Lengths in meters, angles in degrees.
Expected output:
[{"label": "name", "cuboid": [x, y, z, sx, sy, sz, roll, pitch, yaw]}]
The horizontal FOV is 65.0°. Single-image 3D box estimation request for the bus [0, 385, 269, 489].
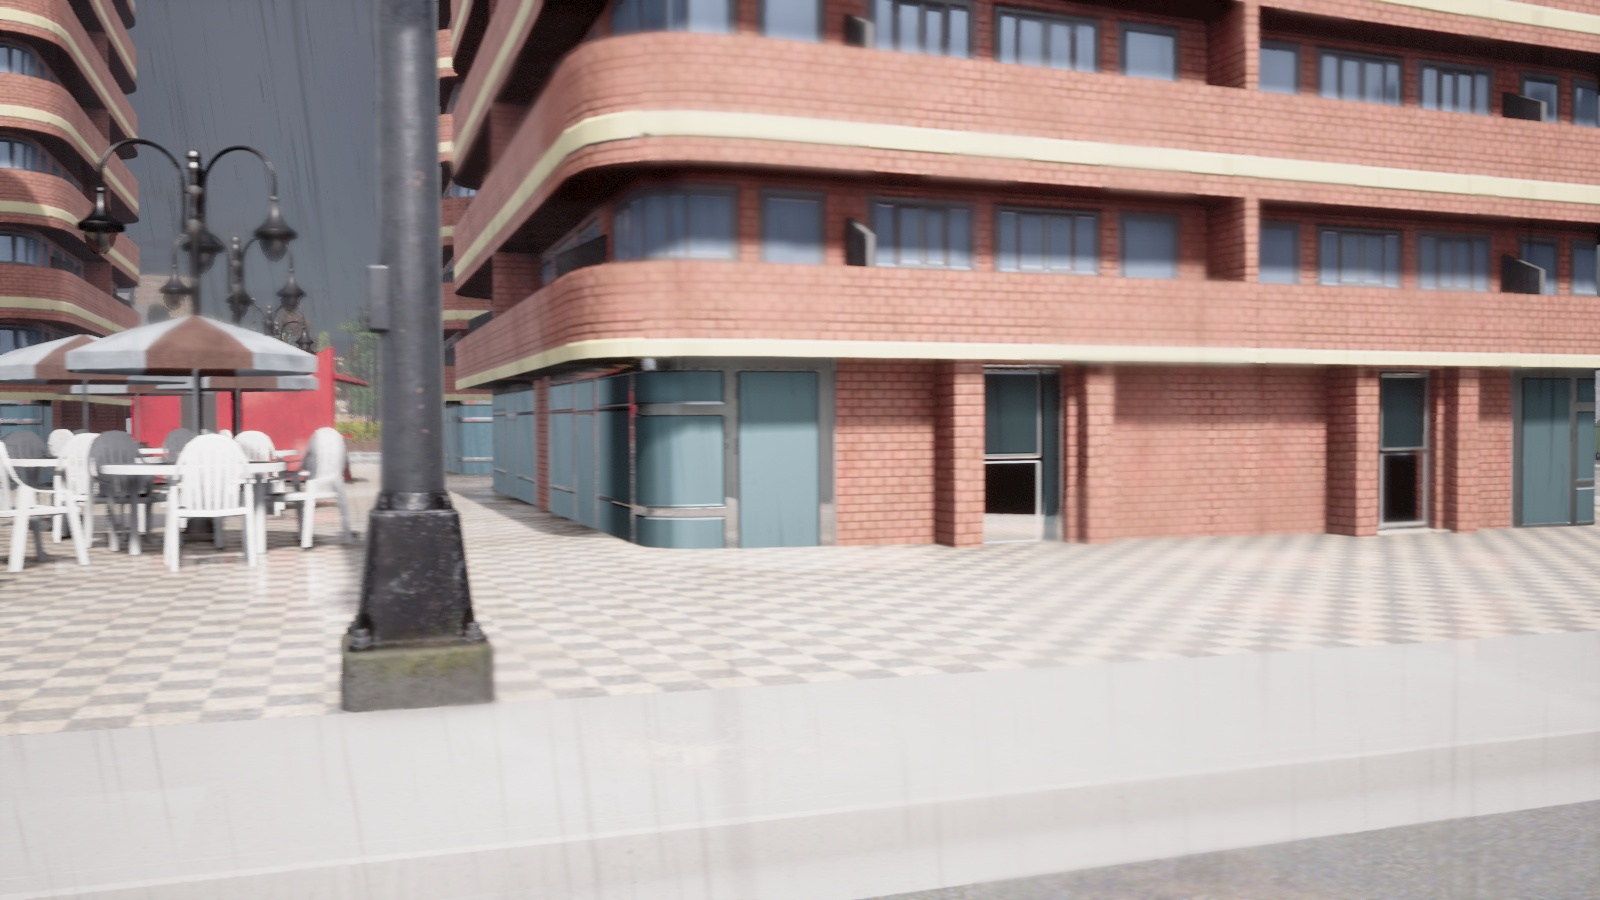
[{"label": "bus", "cuboid": [-29.805, -0.660, 56.996, 10.273, 4.253, 3.944, -2, 1, -21]}]
